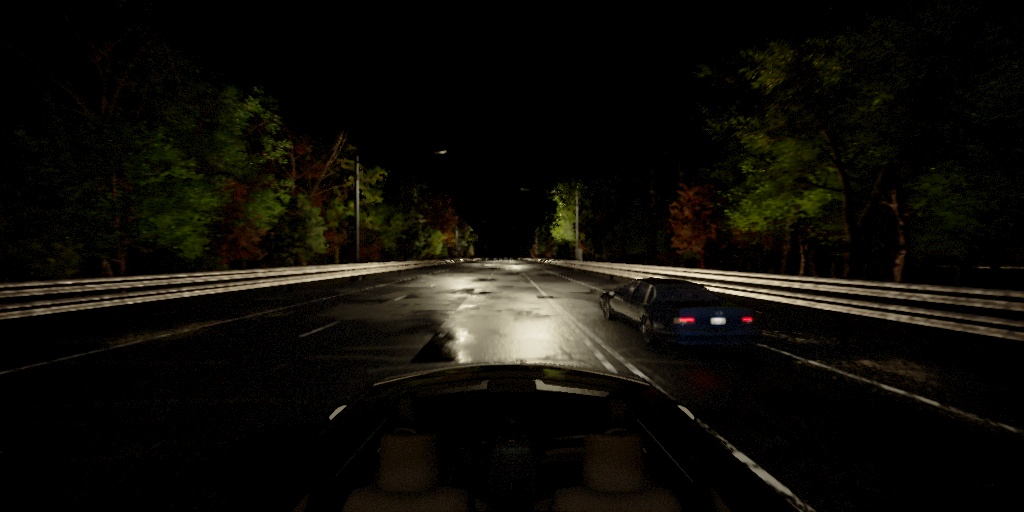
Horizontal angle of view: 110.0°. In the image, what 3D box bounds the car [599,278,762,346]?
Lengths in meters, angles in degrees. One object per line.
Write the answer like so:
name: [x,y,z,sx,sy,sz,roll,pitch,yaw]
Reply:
car: [3.867,1.296,9.398,2.033,1.411,5.357,0,0,-2]
